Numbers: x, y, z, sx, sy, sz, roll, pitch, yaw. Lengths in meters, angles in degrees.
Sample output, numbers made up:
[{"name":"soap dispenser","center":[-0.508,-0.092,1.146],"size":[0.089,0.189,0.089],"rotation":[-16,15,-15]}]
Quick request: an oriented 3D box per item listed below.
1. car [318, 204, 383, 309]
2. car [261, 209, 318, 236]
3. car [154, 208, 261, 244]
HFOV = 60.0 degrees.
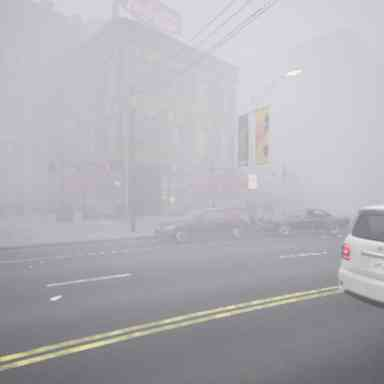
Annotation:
[{"name":"car","center":[5.348,1.215,6.317],"size":[5.566,2.045,2.150],"rotation":[0,0,-25]},{"name":"car","center":[5.841,1.557,17.740],"size":[4.718,1.301,1.895],"rotation":[0,0,-16]},{"name":"car","center":[0.574,1.478,15.483],"size":[4.674,1.452,2.002],"rotation":[0,0,-26]}]
